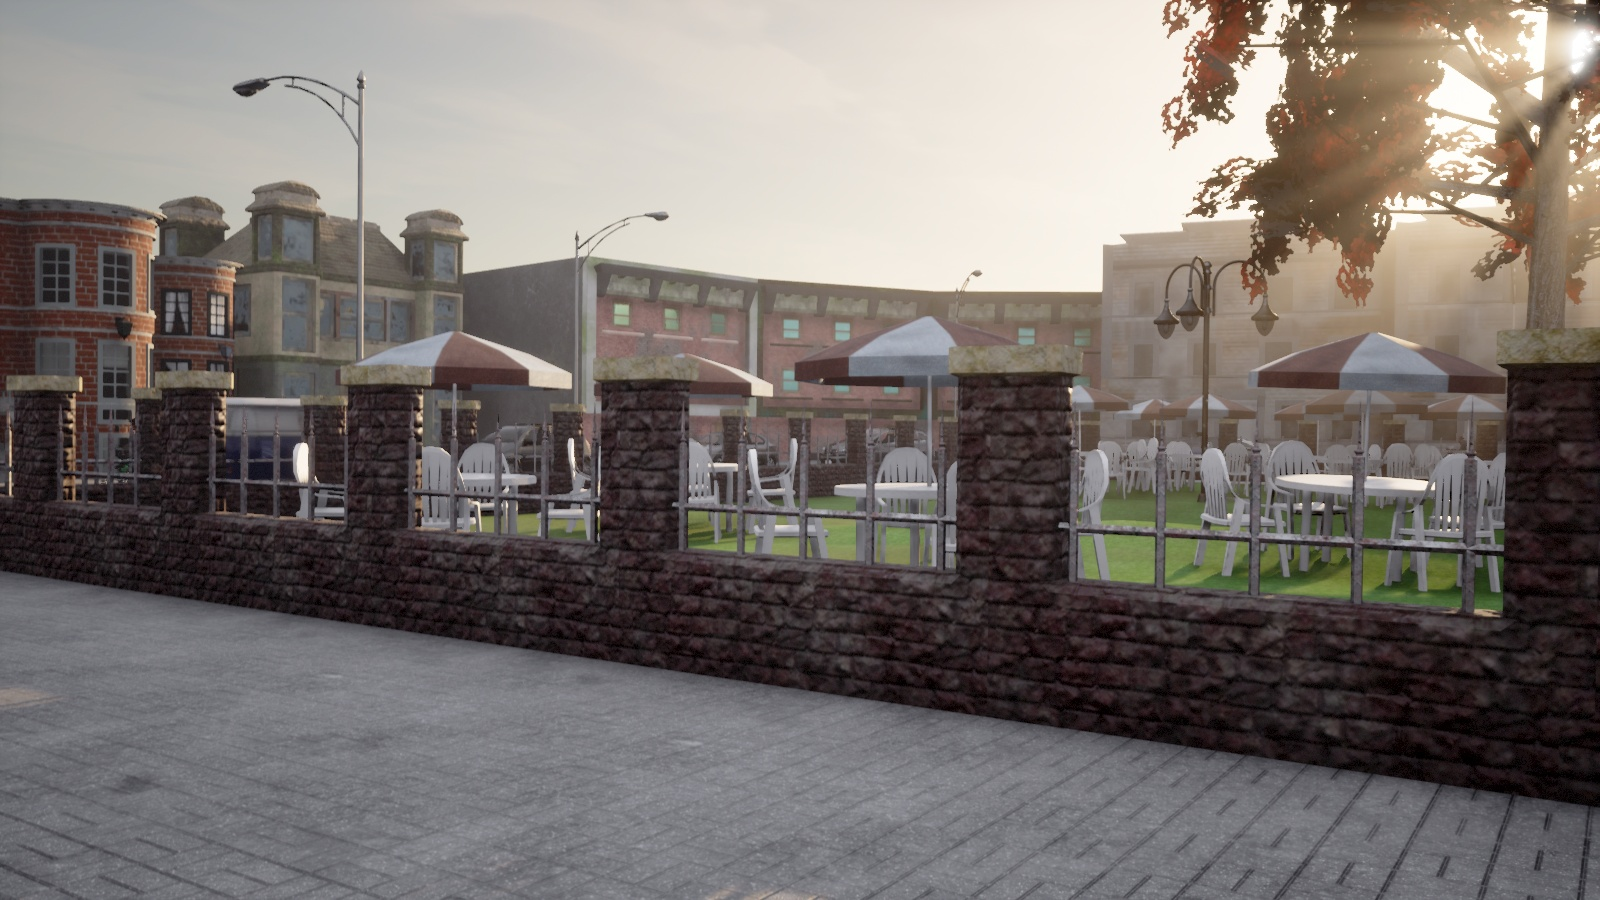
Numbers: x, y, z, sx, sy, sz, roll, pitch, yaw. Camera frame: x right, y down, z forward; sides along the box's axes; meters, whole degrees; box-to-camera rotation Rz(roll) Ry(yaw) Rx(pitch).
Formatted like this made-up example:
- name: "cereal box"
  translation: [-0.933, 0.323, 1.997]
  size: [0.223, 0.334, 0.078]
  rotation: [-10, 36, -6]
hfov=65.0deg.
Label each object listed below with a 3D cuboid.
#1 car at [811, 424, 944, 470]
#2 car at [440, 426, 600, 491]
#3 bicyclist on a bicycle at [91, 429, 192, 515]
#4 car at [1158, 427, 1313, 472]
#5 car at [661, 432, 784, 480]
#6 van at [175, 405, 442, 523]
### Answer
- name: "car"
  translation: [2.957, -0.152, 47.700]
  size: [4.611, 1.667, 2.242]
  rotation: [-1, 1, -33]
- name: "car"
  translation: [-7.385, 0.187, 33.459]
  size: [1.851, 1.617, 3.988]
  rotation: [0, 1, 34]
- name: "bicyclist on a bicycle"
  translation: [-13.046, 0.409, 24.918]
  size: [0.582, 1.620, 1.656]
  rotation: [0, 2, 34]
- name: "car"
  translation: [15.148, -0.027, 43.726]
  size: [4.792, 1.488, 2.163]
  rotation: [0, 1, 29]
- name: "car"
  translation: [-2.467, 0.156, 40.878]
  size: [1.816, 1.474, 4.193]
  rotation: [0, 1, 34]
- name: "van"
  translation: [-9.101, 0.199, 23.642]
  size: [1.775, 1.987, 4.442]
  rotation: [0, 1, 34]
